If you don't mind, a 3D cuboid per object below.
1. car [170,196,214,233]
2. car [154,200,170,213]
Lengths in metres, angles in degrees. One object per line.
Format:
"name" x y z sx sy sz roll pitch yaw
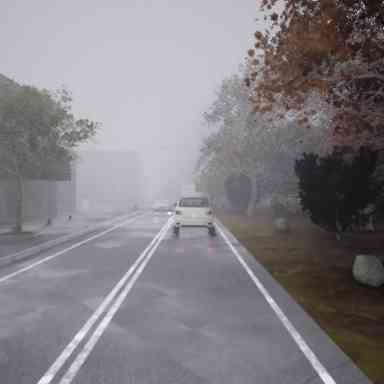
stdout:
"car" 0.102 1.226 19.641 2.150 2.045 5.566 0 0 0
"car" -3.308 1.609 38.555 1.812 1.442 4.674 0 0 0
